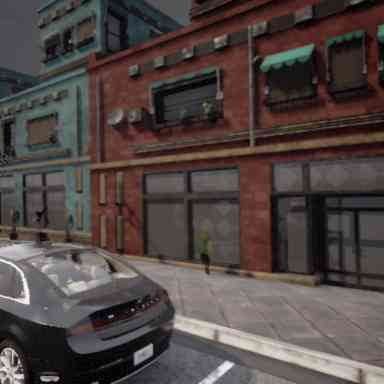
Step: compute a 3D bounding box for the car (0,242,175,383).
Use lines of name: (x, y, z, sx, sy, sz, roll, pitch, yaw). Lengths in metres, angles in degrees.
car: (-2.499, 1.518, 5.035, 4.892, 1.521, 2.231, -1, 0, 36)
